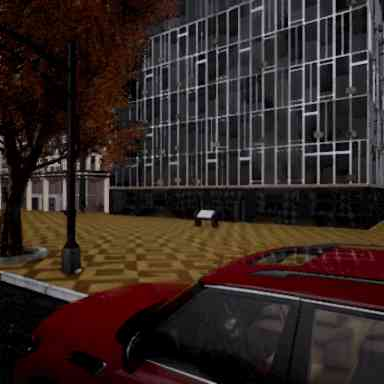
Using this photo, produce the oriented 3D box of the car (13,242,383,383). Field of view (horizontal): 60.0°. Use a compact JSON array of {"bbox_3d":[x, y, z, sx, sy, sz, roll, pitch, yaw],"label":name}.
[{"bbox_3d":[0.861,1.315,2.267,5.009,1.841,2.192,0,0,35],"label":"car"}]
